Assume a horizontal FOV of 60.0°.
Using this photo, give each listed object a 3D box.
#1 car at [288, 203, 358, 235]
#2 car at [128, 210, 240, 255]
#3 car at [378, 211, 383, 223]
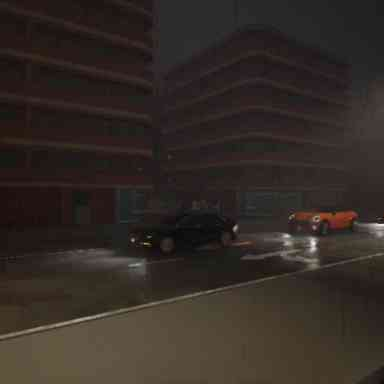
[{"bbox_3d":[7.652,1.433,19.356,4.553,1.767,2.097,0,0,-36],"label":"car"},{"bbox_3d":[-0.209,1.547,13.701,4.892,1.490,1.837,0,0,-36],"label":"car"},{"bbox_3d":[15.931,1.686,25.307,4.181,1.385,1.994,0,0,-37],"label":"car"}]
